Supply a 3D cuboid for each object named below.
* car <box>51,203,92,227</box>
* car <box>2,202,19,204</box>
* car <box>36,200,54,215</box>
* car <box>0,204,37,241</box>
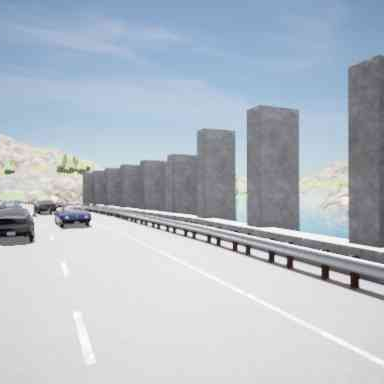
[{"bbox_3d":[-8.440,1.659,23.249,1.895,1.301,4.718,0,0,-28],"label":"car"},{"bbox_3d":[-16.681,1.641,30.549,2.033,1.411,5.357,0,0,-32],"label":"car"},{"bbox_3d":[-15.714,1.602,35.532,1.837,1.490,4.892,0,0,-33],"label":"car"},{"bbox_3d":[-8.907,1.554,16.555,1.837,1.490,4.892,0,0,-27],"label":"car"}]
